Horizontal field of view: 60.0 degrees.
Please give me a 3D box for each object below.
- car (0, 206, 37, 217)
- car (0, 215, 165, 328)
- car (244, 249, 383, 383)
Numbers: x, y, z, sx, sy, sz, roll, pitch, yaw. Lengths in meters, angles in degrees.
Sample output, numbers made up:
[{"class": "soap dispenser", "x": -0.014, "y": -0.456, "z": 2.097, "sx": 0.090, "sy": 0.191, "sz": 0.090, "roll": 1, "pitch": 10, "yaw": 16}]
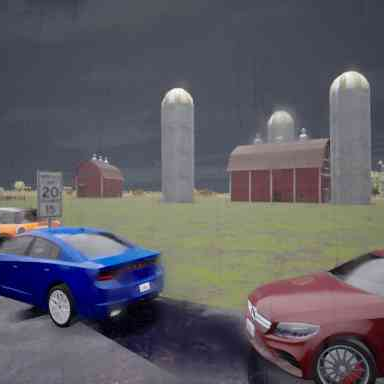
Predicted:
[{"class": "car", "x": -6.975, "y": 1.364, "z": 12.488, "sx": 4.553, "sy": 1.767, "sz": 2.097, "roll": 0, "pitch": 0, "yaw": 28}, {"class": "car", "x": -2.892, "y": 1.480, "z": 7.054, "sx": 5.008, "sy": 1.535, "sz": 1.882, "roll": 0, "pitch": 0, "yaw": 33}, {"class": "car", "x": 3.080, "y": 1.557, "z": 4.636, "sx": 4.674, "sy": 1.442, "sz": 1.812, "roll": 1, "pitch": 0, "yaw": -7}]
